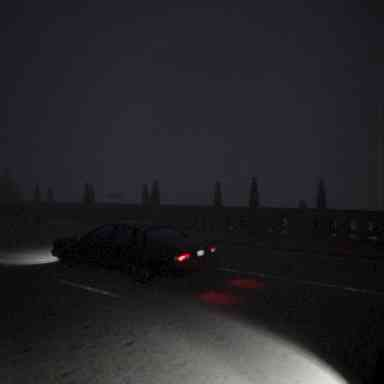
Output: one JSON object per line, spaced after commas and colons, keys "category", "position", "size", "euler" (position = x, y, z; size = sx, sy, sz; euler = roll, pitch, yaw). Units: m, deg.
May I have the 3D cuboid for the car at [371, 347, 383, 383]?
{"category": "car", "position": [3.177, 1.564, 1.726], "size": [4.181, 1.385, 1.994], "euler": [0, 0, 36]}

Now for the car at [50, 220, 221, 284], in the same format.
{"category": "car", "position": [-1.826, 1.544, 9.597], "size": [5.357, 1.411, 2.033], "euler": [0, 0, 36]}
